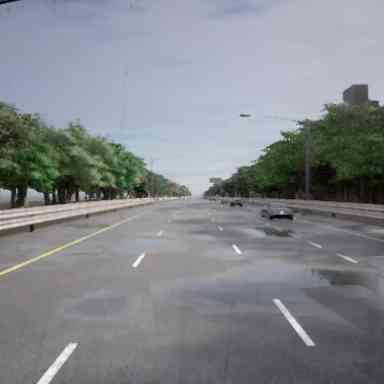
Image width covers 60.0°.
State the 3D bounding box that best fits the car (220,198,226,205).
[{"bbox_3d":[7.261,1.997,72.704,2.033,1.411,5.357,0,-1,0],"label":"car"}]

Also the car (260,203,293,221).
[{"bbox_3d":[7.033,1.598,27.934,1.994,1.385,4.181,0,0,0],"label":"car"}]

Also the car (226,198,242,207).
[{"bbox_3d":[7.145,1.740,55.025,1.837,1.490,4.892,0,-1,0],"label":"car"}]
